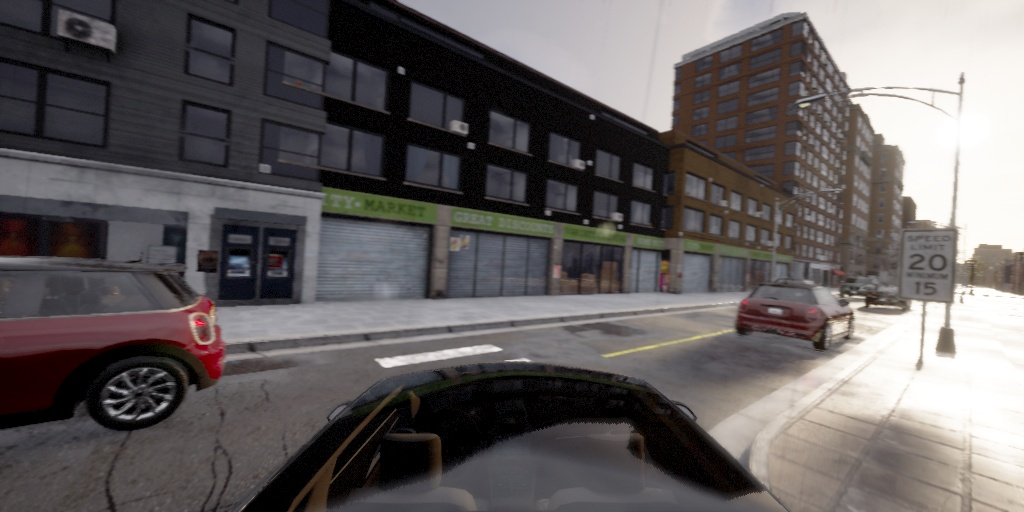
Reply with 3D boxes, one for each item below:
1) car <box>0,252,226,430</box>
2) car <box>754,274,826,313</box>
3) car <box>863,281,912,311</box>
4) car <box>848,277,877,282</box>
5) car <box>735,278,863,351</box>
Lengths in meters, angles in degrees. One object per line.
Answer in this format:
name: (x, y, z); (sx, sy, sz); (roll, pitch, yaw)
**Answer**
car: (-5.637, 0.768, 3.443); (4.553, 1.767, 2.097); (3, 0, -38)
car: (15.809, 2.044, 20.308); (4.553, 1.767, 2.097); (3, 0, -38)
car: (25.229, 2.733, 23.980); (5.008, 1.535, 1.882); (3, 0, -38)
car: (31.958, 2.942, 32.885); (5.566, 2.045, 2.150); (3, 0, -38)
car: (8.856, 1.628, 11.091); (4.553, 1.767, 2.097); (3, 0, -38)
